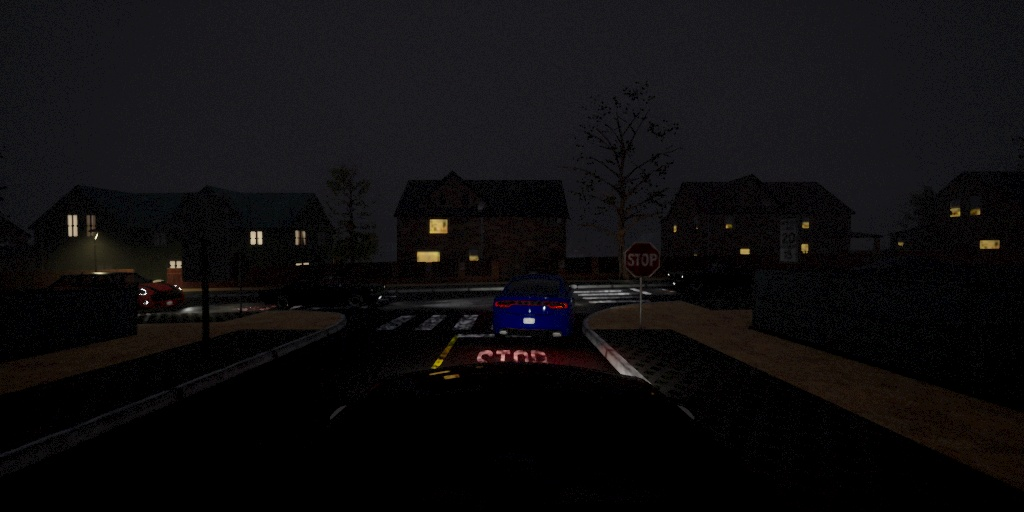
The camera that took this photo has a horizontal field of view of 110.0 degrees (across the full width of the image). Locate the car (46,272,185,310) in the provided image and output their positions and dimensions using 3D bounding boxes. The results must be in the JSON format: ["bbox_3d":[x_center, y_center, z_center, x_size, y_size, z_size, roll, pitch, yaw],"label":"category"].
[{"bbox_3d":[-16.809,1.469,15.233,4.553,1.767,2.097,-1,1,0],"label":"car"}]

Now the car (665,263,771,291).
[{"bbox_3d":[10.398,1.031,18.188,4.718,1.301,1.895,-1,1,-1],"label":"car"}]

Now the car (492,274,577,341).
[{"bbox_3d":[0.780,1.225,10.046,1.882,1.535,5.008,0,0,10],"label":"car"}]

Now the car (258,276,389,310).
[{"bbox_3d":[-7.822,1.504,15.247,4.718,1.301,1.895,-1,1,0],"label":"car"}]

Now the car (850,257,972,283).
[{"bbox_3d":[20.044,0.750,18.232,5.357,1.411,2.033,-1,1,0],"label":"car"}]
